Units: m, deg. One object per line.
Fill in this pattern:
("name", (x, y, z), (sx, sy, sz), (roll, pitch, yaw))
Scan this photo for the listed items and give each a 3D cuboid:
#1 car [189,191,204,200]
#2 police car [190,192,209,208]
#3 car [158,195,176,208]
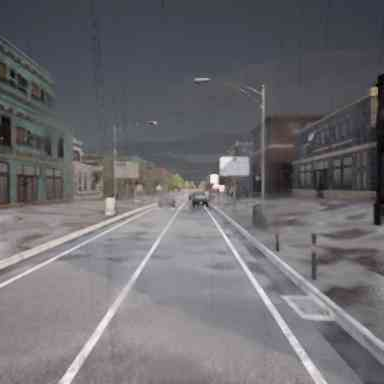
("car", (1.054, 0.911, 51.204), (2.150, 2.045, 5.566), (0, 0, 0))
("police car", (1.023, 1.074, 41.284), (1.930, 1.638, 5.238), (0, 0, 0))
("car", (-2.967, 1.151, 40.317), (1.837, 1.490, 4.892), (0, 0, 0))
